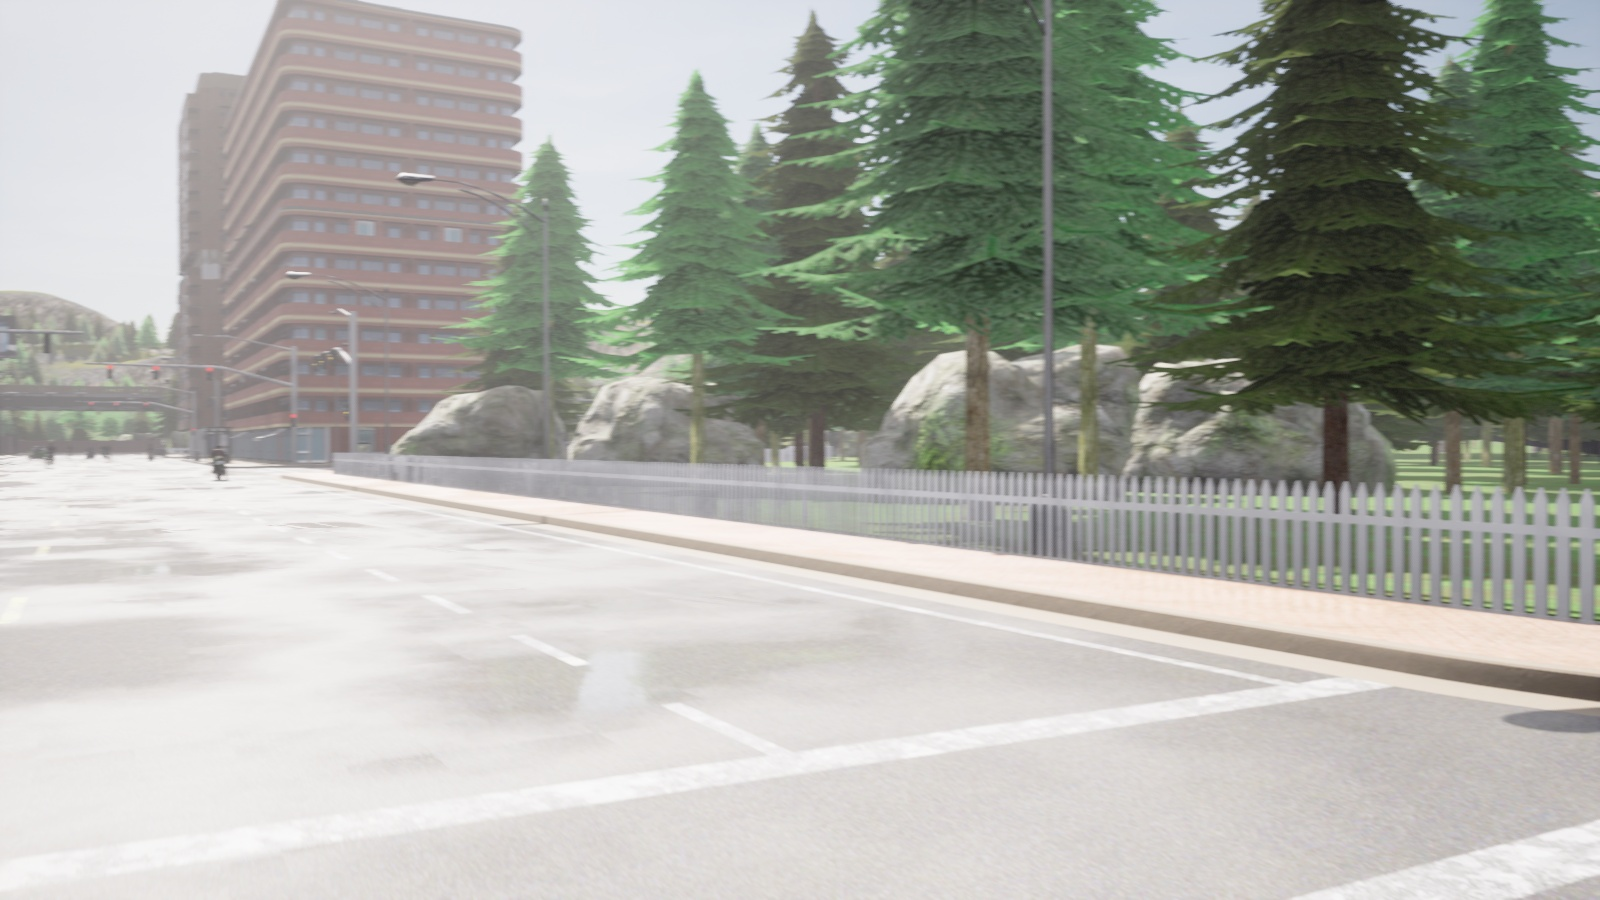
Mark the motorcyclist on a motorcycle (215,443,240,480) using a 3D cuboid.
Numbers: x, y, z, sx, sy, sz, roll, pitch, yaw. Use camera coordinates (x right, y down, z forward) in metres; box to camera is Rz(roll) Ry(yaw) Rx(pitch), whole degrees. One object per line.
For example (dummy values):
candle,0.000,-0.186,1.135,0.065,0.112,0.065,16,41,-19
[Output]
motorcyclist on a motorcycle,-24.209,0.483,53.071,0.797,1.523,2.044,0,0,-29
